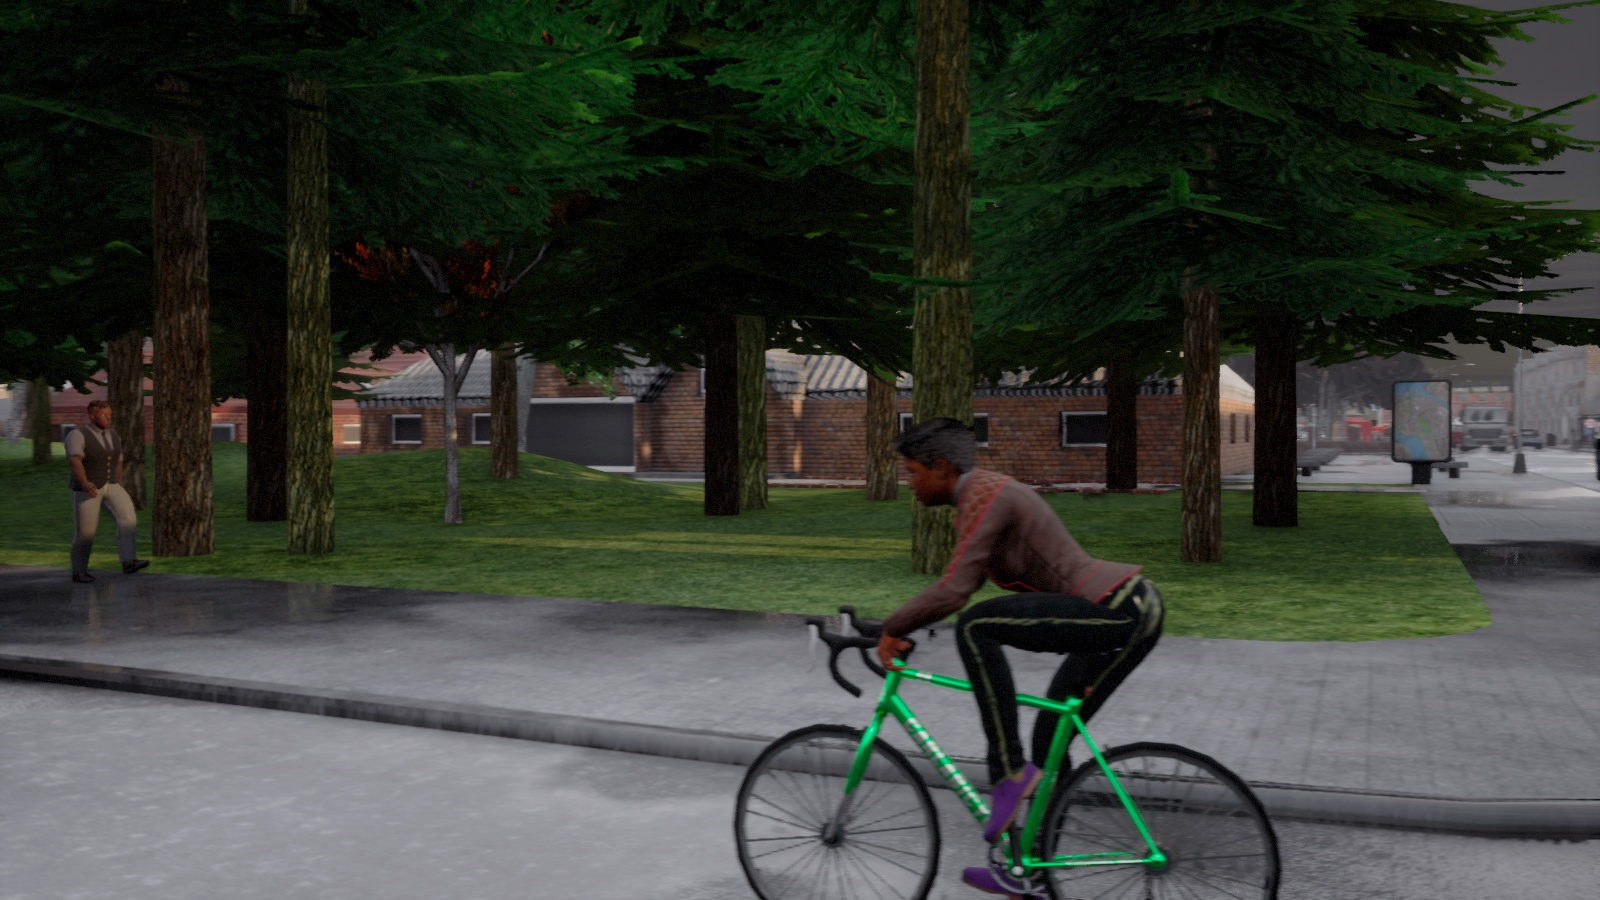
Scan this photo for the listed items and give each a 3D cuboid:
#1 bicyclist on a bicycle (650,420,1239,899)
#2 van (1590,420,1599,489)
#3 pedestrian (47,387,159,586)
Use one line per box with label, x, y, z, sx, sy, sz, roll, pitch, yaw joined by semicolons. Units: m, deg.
bicyclist on a bicycle;0.431;0.729;3.796;1.656;1.620;0.582;0;0;16
van;24.582;0.137;36.591;2.069;2.038;4.480;1;1;25
pedestrian;-6.854;0.340;12.352;0.849;1.883;0.563;1;1;25
